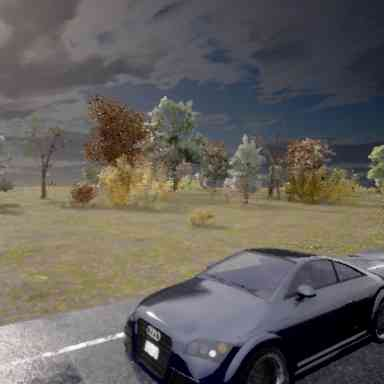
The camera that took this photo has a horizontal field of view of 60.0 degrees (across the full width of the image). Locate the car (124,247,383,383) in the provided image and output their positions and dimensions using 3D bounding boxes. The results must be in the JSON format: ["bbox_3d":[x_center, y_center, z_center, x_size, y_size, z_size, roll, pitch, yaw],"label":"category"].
[{"bbox_3d":[1.168,1.565,4.864,4.181,1.385,1.994,0,0,-36],"label":"car"}]
